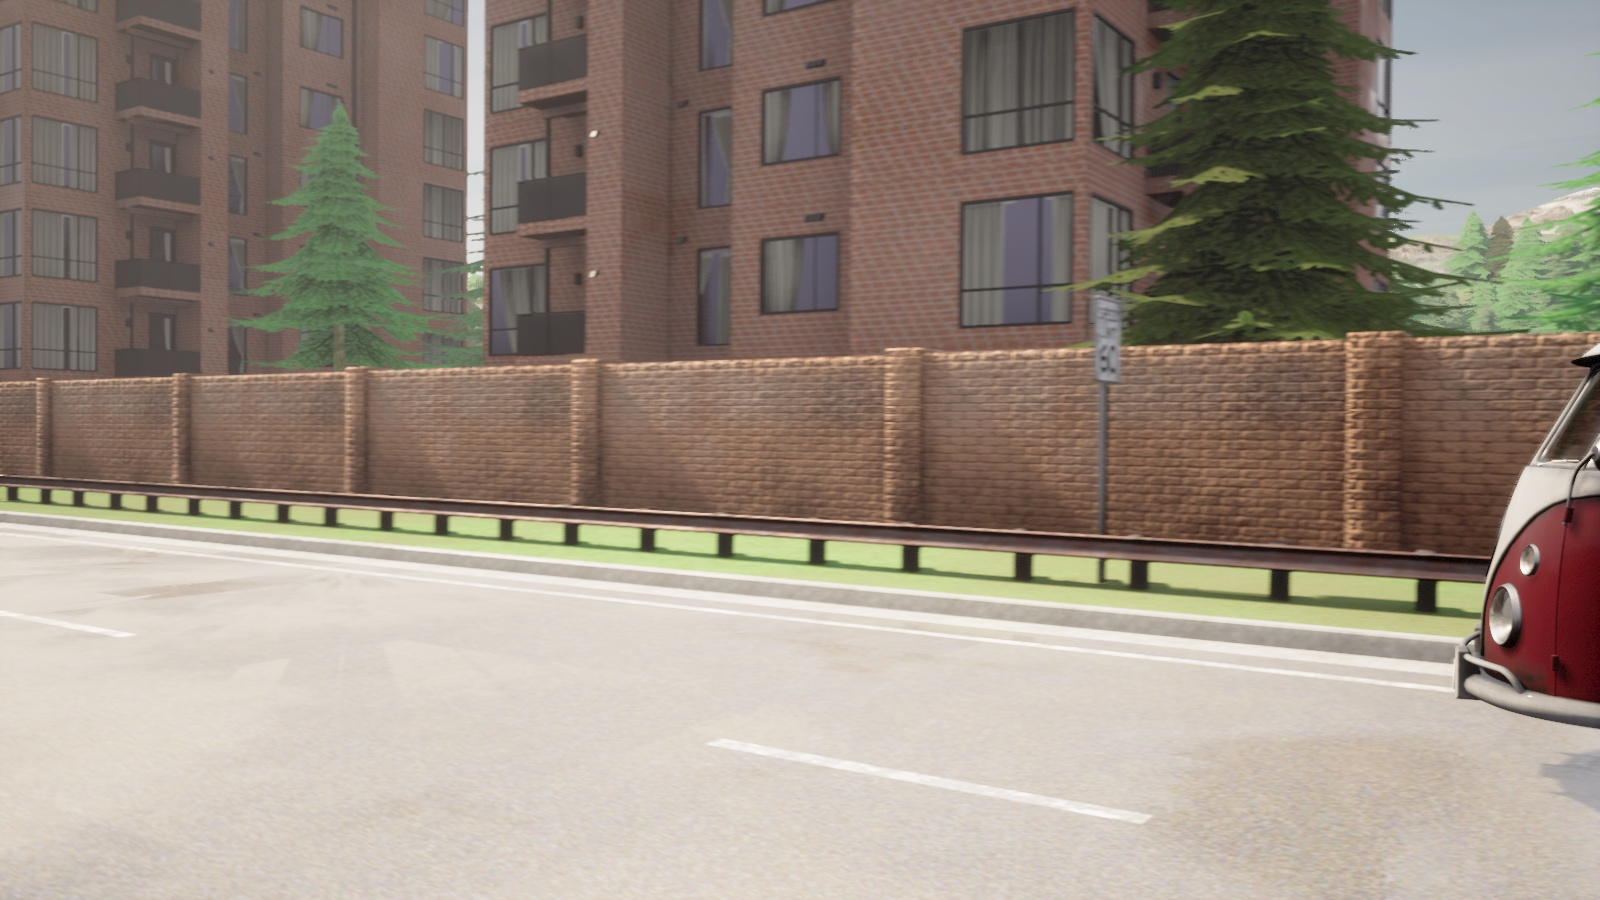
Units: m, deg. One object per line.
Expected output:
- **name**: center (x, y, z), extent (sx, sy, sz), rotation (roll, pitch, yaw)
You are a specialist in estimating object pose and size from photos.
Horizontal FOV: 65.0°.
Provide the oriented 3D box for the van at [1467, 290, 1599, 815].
- **van**: center (4.994, 0.377, 4.502), extent (4.442, 1.987, 1.775), rotation (0, 1, 34)
